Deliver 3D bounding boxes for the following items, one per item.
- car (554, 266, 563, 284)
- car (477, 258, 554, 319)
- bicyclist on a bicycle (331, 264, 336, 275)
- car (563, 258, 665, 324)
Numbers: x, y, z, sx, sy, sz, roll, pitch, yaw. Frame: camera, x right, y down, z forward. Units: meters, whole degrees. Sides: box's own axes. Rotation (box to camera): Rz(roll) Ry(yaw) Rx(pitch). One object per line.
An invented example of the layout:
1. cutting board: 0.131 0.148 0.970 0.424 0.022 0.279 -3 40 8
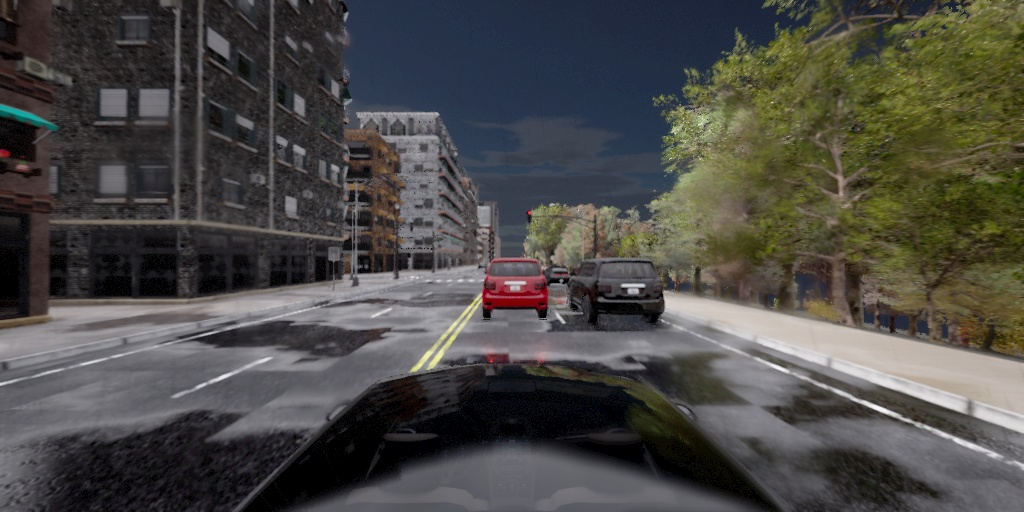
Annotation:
1. car: 3.366 1.528 27.240 1.837 1.490 4.892 0 -1 -1
2. car: 0.099 1.097 13.511 2.150 2.045 5.566 0 -1 0
3. bicyclist on a bicycle: -24.870 1.857 49.935 0.582 1.620 1.656 -1 0 -1
4. car: 3.351 1.088 12.562 2.150 2.045 5.566 0 -1 0
